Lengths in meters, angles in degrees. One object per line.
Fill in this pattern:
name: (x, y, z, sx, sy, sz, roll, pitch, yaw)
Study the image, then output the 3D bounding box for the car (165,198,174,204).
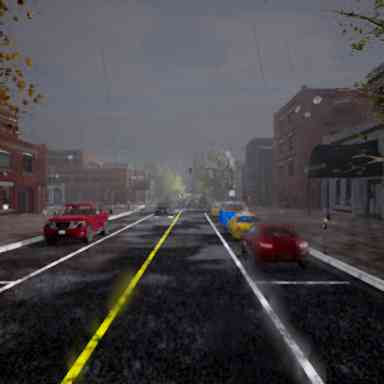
car: (-5.593, 2.198, 82.799, 1.887, 1.381, 4.507, -1, 0, 0)

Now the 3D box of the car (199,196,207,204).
car: (2.786, 1.968, 82.792, 2.192, 1.841, 5.009, -1, 0, 0)

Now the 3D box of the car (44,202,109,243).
car: (-5.675, 1.451, 17.018, 2.192, 1.841, 5.009, -1, 0, 0)

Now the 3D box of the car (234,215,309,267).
car: (2.701, 1.674, 11.460, 1.802, 1.307, 4.206, -1, 0, 0)

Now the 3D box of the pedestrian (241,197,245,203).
pedestrian: (7.192, 1.508, 47.129, 0.375, 1.860, 0.375, -1, 0, 0)

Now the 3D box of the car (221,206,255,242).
car: (2.708, 1.663, 17.179, 1.752, 1.417, 4.829, -1, 0, 0)

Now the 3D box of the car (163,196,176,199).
car: (-5.601, 1.925, 77.258, 2.192, 1.841, 5.009, -1, 0, 0)

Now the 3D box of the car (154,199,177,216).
car: (-3.030, 1.799, 36.854, 1.837, 1.490, 4.892, 0, -1, 0)

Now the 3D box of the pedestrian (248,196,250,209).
pedestrian: (8.193, 1.500, 47.728, 0.375, 1.860, 0.375, -1, 0, 0)

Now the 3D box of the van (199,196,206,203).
van: (2.793, 2.037, 88.335, 1.690, 1.788, 3.998, -1, 0, 0)

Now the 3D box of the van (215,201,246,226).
van: (2.713, 1.521, 22.559, 1.690, 1.788, 3.998, -1, 0, 0)

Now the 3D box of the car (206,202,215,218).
car: (2.728, 1.794, 33.824, 1.752, 1.417, 4.829, -1, 0, 0)

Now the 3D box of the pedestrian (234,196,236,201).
pedestrian: (6.193, 1.525, 48.330, 0.375, 1.860, 0.375, -1, 0, 0)
